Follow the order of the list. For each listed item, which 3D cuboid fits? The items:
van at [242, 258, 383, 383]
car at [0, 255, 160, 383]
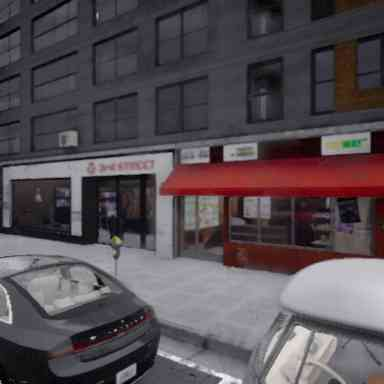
[{"bbox_3d":[2.066,1.341,1.335,3.998,1.788,1.690,0,0,35],"label":"van"},{"bbox_3d":[-2.421,1.551,4.535,4.403,1.369,2.008,0,0,35],"label":"car"}]
